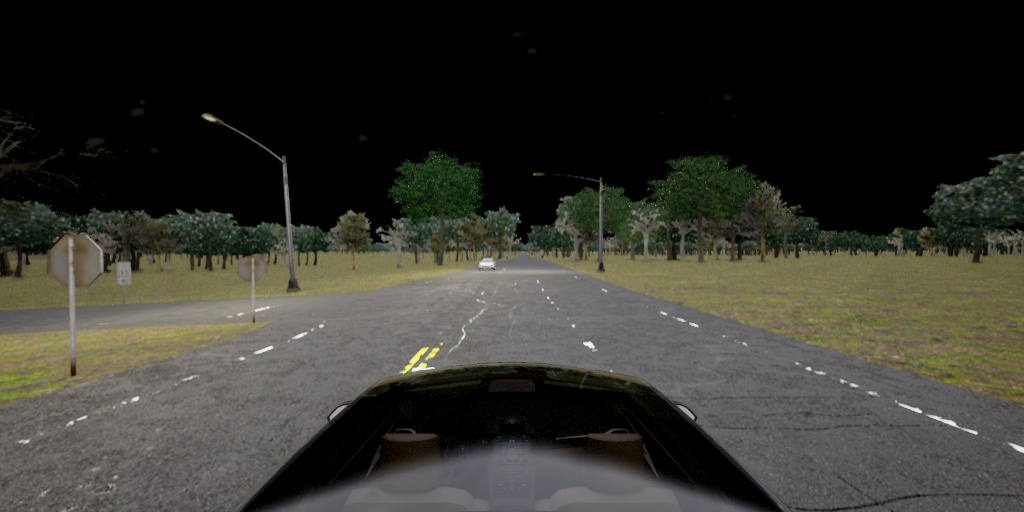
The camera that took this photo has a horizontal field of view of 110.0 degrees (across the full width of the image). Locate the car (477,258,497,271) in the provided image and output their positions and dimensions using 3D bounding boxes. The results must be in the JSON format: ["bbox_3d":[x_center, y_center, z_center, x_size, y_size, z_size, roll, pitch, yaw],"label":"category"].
[{"bbox_3d":[-2.850,1.008,42.078,1.812,1.442,4.674,0,1,2],"label":"car"}]
